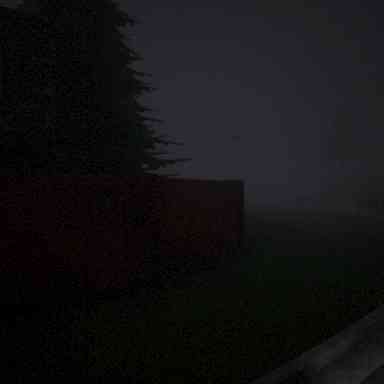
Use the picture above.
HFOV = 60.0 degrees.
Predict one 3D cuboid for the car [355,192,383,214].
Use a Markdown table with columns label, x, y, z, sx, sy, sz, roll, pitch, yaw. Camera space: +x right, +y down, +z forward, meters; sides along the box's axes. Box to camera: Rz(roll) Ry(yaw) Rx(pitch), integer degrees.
| label | x | y | z | sx | sy | sz | roll | pitch | yaw |
| --- | --- | --- | --- | --- | --- | --- | --- | --- | --- |
| car | 17.871 | 1.016 | 32.147 | 2.150 | 2.045 | 5.566 | 0 | 0 | 3 |
